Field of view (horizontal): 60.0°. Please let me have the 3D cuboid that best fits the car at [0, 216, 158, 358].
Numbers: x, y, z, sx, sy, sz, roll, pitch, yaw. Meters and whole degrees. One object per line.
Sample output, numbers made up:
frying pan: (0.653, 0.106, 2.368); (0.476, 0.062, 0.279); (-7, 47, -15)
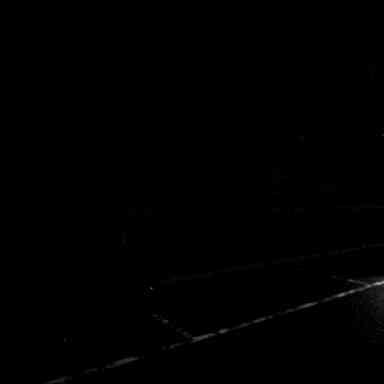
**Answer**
car: (-2.858, 1.317, 4.515); (5.009, 1.841, 2.192); (1, 0, -36)
